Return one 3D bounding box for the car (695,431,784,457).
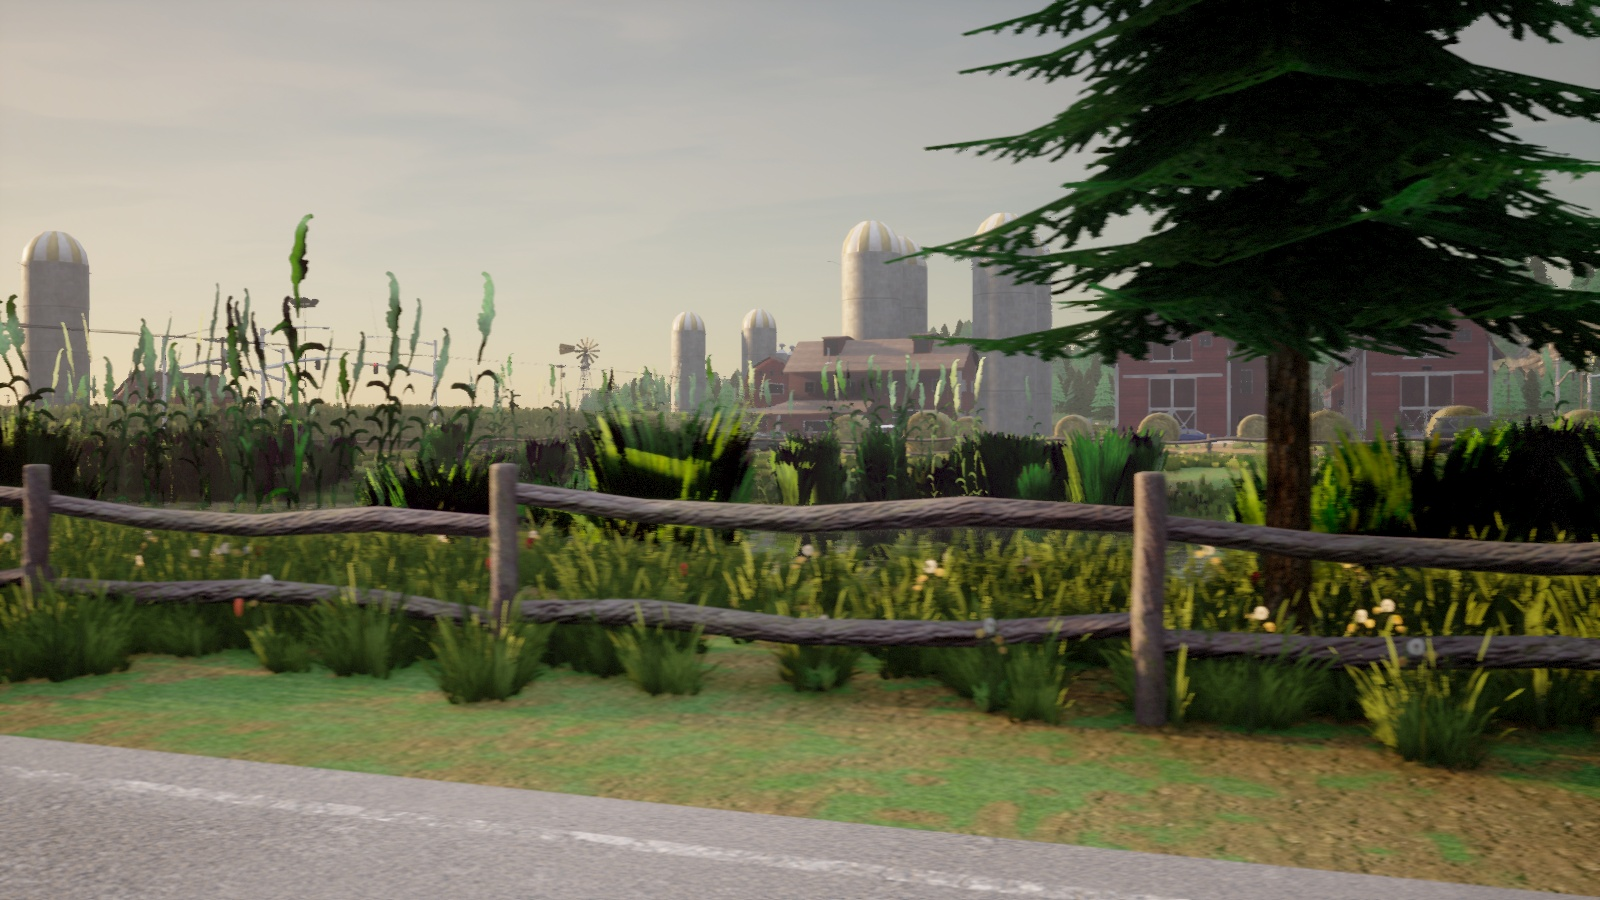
[{"bbox_3d":[-3.580,-0.394,74.149,4.892,1.490,1.837,1,1,23],"label":"car"}]

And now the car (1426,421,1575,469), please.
[{"bbox_3d":[31.079,-0.259,55.964,5.566,2.045,2.150,1,1,23],"label":"car"}]
